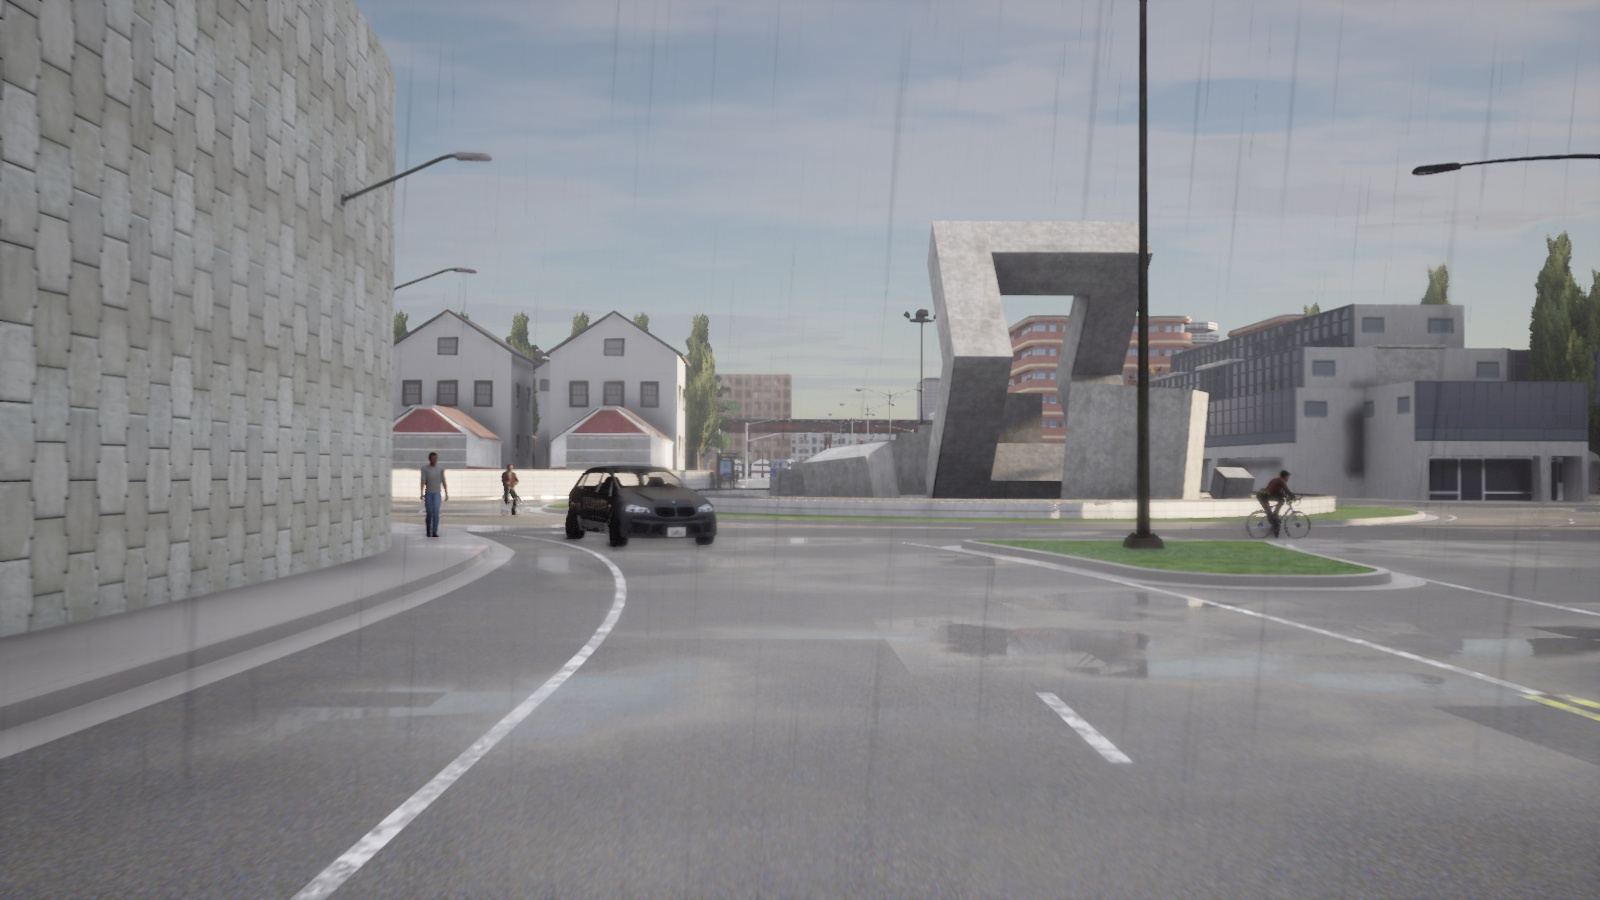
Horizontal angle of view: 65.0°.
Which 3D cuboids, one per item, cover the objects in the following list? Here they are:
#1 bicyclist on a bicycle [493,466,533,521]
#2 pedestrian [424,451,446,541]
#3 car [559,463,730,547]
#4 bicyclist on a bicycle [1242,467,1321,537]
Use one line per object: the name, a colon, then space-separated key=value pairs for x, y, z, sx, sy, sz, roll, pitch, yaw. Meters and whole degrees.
bicyclist on a bicycle: x=-9.476 y=1.417 z=41.442 sx=0.659 sy=1.776 sz=1.843 roll=1 pitch=-2 yaw=-33
pedestrian: x=-7.557 y=0.935 z=26.008 sx=0.354 sy=1.836 sz=0.706 roll=0 pitch=-1 yaw=-24
car: x=-3.492 y=1.131 z=27.394 sx=2.242 sy=1.667 sz=4.611 roll=0 pitch=-1 yaw=-27
bicyclist on a bicycle: x=11.293 y=1.216 z=29.485 sx=1.656 sy=1.620 sz=0.582 roll=0 pitch=-2 yaw=-10
